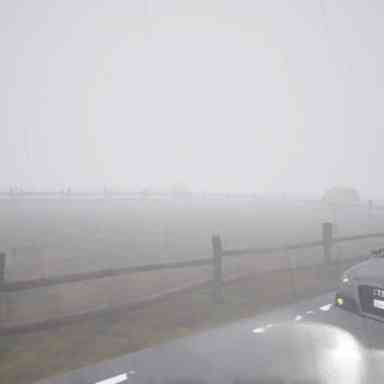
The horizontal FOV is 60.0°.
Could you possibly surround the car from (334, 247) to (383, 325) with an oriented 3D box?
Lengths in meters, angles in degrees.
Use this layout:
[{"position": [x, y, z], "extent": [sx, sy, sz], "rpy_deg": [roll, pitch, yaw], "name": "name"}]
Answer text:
[{"position": [4.606, 1.592, 6.362], "extent": [4.181, 1.385, 1.994], "rpy_deg": [0, 0, -36], "name": "car"}]
